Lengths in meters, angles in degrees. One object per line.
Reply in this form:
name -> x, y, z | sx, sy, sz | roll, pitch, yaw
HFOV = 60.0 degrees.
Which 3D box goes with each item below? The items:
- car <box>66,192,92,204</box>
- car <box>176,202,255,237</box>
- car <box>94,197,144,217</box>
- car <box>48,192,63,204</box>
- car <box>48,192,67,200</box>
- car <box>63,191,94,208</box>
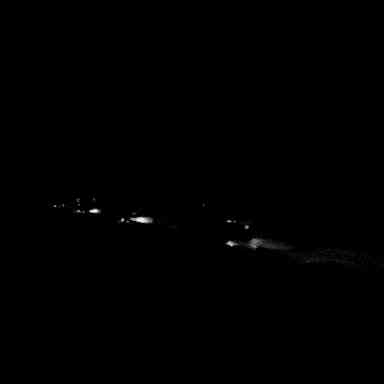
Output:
car -> -15.669, 0.809, 45.938 | 2.033, 1.411, 5.357 | 0, 1, -35
car -> 1.048, 1.263, 16.780 | 2.128, 1.511, 4.902 | 0, 1, -35
car -> -5.666, 1.132, 26.406 | 2.033, 1.411, 5.357 | 0, 1, -35
car -> -17.592, 0.759, 43.610 | 1.837, 1.490, 4.892 | 0, 1, -34
car -> -22.856, 0.666, 56.277 | 1.895, 1.301, 4.718 | 0, 1, -35
car -> -11.669, 0.770, 35.041 | 2.097, 1.767, 4.553 | 0, 1, -35
